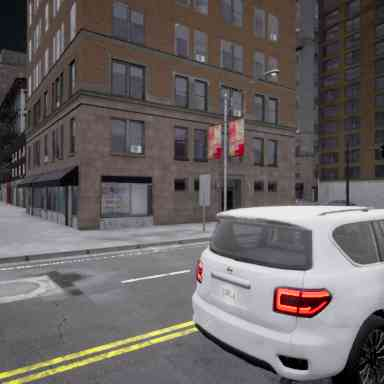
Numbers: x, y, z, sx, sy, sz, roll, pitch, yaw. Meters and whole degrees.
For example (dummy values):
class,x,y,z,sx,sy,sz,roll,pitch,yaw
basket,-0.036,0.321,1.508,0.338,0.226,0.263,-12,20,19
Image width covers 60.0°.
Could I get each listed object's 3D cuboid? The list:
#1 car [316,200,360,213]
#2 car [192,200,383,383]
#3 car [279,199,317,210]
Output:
class,x,y,z,sx,sy,sz,roll,pitch,yaw
car,16.945,1.596,38.714,1.947,1.339,4.313,0,0,-35
car,2.618,1.222,5.294,5.566,2.045,2.150,0,0,-35
car,13.694,1.581,43.350,2.008,1.369,4.403,0,0,-35
